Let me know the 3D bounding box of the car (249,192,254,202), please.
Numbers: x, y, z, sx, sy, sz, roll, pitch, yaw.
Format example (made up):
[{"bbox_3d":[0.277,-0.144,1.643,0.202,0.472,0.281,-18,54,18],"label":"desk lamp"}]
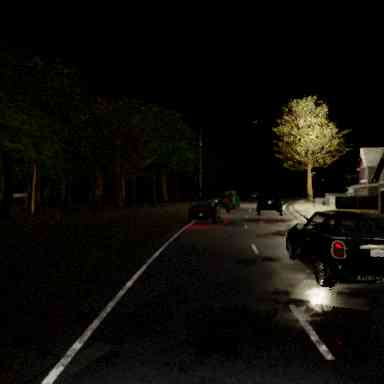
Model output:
[{"bbox_3d":[10.995,0.801,56.082,2.097,1.767,4.553,0,1,22],"label":"car"}]

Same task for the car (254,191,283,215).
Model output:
[{"bbox_3d":[7.019,0.940,30.234,2.150,2.045,5.566,0,1,12],"label":"car"}]

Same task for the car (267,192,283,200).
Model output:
[{"bbox_3d":[17.523,0.779,70.305,2.128,1.511,4.902,0,0,28],"label":"car"}]

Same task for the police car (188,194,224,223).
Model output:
[{"bbox_3d":[0.980,1.207,23.754,1.930,1.638,5.238,0,1,9],"label":"police car"}]

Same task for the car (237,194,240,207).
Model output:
[{"bbox_3d":[4.339,0.847,39.232,2.150,2.045,5.566,0,1,15],"label":"car"}]

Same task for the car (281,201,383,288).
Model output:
[{"bbox_3d":[4.055,1.289,9.142,2.097,1.767,4.553,0,0,4],"label":"car"}]

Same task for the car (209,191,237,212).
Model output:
[{"bbox_3d":[2.889,0.906,33.438,2.150,2.045,5.566,0,1,13],"label":"car"}]
